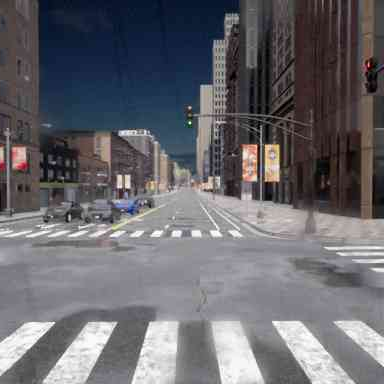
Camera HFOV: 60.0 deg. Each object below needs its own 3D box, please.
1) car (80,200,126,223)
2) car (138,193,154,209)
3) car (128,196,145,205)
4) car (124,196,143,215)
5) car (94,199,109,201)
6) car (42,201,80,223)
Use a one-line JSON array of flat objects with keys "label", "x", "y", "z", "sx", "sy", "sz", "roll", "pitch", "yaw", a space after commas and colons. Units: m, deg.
[{"label": "car", "x": -6.606, "y": 1.567, "z": 25.112, "sx": 1.994, "sy": 1.385, "sz": 4.181, "roll": 0, "pitch": 0, "yaw": -1}, {"label": "car", "x": -6.589, "y": 1.228, "z": 46.712, "sx": 2.150, "sy": 2.045, "sz": 5.566, "roll": 0, "pitch": 0, "yaw": 0}, {"label": "car", "x": -9.763, "y": 1.494, "z": 58.843, "sx": 2.128, "sy": 1.511, "sz": 4.902, "roll": 0, "pitch": 0, "yaw": 0}, {"label": "car", "x": -6.600, "y": 1.483, "z": 34.107, "sx": 1.882, "sy": 1.535, "sz": 5.008, "roll": 0, "pitch": 0, "yaw": 0}, {"label": "car", "x": -9.849, "y": 1.483, "z": 36.276, "sx": 1.882, "sy": 1.535, "sz": 5.008, "roll": 0, "pitch": 0, "yaw": 0}, {"label": "car", "x": -9.853, "y": 1.509, "z": 25.789, "sx": 1.837, "sy": 1.490, "sz": 4.892, "roll": 0, "pitch": 0, "yaw": 0}]
